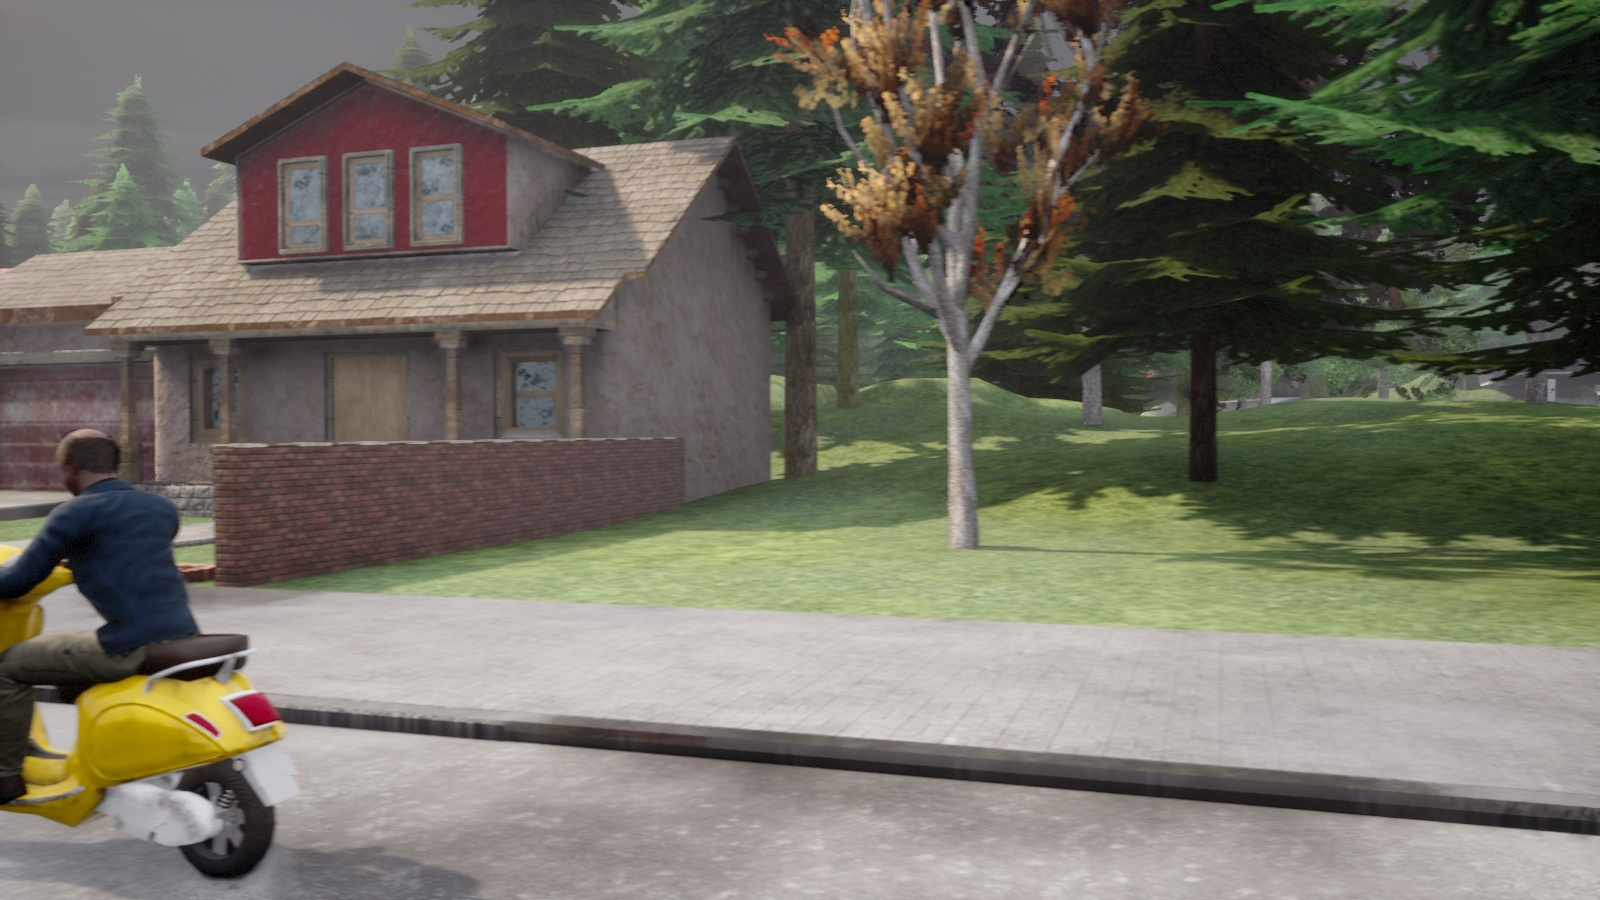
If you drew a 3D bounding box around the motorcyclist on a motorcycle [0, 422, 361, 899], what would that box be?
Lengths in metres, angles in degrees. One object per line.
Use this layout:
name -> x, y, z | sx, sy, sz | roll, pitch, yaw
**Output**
motorcyclist on a motorcycle -> -2.662, 0.696, 4.626 | 1.817, 1.590, 0.866 | 1, 1, 18
